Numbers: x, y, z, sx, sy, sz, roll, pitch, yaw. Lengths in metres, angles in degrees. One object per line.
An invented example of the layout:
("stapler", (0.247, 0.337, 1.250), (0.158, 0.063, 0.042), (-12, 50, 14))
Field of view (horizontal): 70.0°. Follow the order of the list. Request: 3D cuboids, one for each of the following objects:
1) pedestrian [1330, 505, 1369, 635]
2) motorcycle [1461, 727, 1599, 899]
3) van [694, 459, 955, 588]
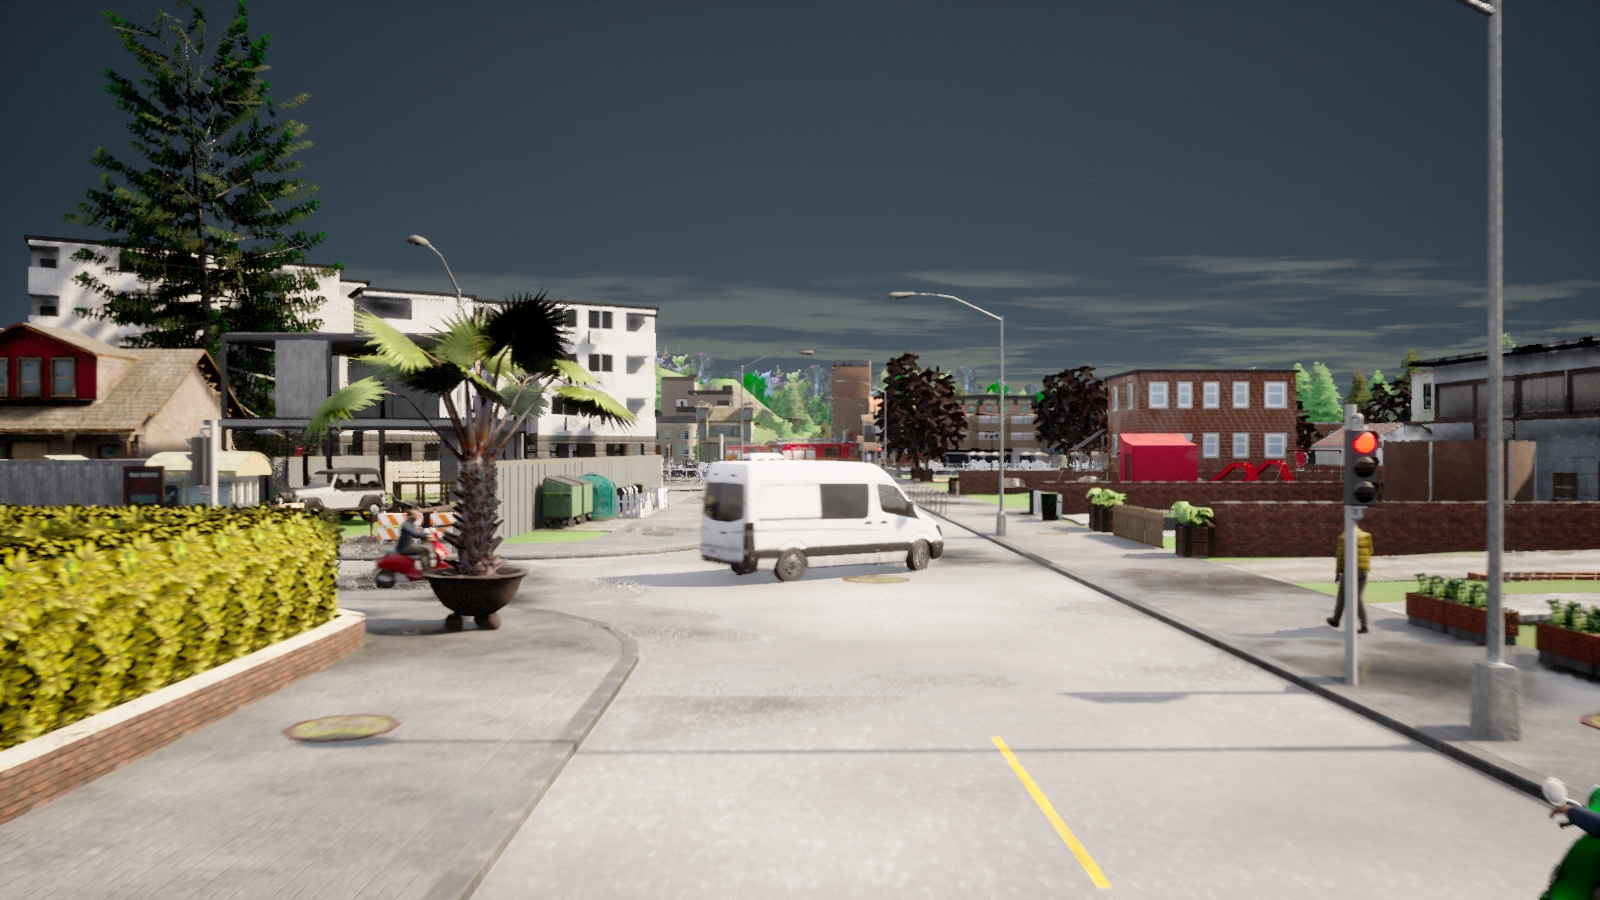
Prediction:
("pedestrian", (8.048, 1.745, 16.737), (0.375, 1.860, 0.375), (0, 0, -1))
("motorcycle", (3.966, 2.142, 5.205), (0.856, 1.316, 1.805), (0, 0, 0))
("van", (0.662, 1.533, 25.971), (5.915, 2.561, 1.988), (0, 1, -36))
